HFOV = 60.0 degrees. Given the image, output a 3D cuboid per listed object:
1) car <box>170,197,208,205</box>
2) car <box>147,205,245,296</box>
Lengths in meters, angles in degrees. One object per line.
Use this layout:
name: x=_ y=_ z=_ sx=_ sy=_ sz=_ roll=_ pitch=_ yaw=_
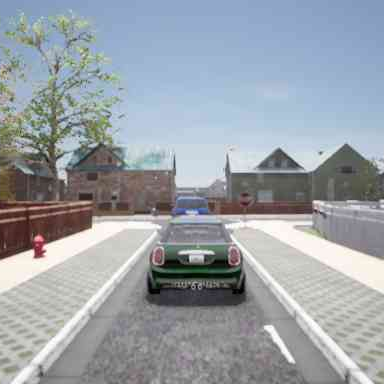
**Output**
car: x=-0.138 y=1.323 z=19.875 sx=2.150 sy=2.045 sz=5.566 roll=0 pitch=0 yaw=-3
car: x=0.092 y=1.399 z=8.963 sx=2.097 sy=1.767 sz=4.553 roll=0 pitch=0 yaw=0
